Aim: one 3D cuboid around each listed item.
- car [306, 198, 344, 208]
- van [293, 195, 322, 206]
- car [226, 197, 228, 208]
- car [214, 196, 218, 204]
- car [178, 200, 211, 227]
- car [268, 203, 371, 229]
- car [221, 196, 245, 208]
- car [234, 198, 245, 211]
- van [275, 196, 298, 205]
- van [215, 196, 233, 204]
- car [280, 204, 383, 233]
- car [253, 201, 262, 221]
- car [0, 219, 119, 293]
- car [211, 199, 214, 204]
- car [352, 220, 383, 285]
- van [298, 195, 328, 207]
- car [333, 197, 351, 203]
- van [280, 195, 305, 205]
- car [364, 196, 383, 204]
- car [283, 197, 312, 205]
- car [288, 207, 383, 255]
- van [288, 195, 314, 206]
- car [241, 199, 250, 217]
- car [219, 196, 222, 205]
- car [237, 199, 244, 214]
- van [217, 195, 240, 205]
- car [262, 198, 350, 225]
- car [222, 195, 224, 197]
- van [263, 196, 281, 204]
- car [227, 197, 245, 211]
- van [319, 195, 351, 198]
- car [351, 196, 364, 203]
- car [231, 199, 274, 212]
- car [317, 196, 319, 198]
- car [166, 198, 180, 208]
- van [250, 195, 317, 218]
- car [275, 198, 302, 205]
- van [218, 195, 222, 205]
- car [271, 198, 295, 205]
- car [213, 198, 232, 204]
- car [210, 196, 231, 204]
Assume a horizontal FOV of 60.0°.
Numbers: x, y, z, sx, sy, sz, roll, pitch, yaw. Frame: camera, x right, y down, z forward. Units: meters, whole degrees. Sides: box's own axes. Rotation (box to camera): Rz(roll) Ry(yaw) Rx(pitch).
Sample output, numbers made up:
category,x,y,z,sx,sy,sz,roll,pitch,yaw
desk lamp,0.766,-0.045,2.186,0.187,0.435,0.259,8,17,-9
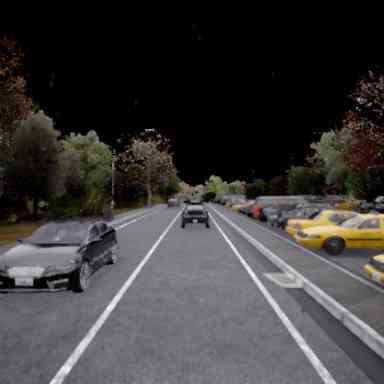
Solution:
category,x,y,z,sx,sy,sz,roll,pitch,yaw
car,20.487,1.736,51.453,5.008,1.535,2.097,0,0,1
van,20.700,1.564,59.763,4.442,1.987,1.878,0,0,1
car,7.317,1.692,43.394,4.892,1.521,2.231,0,0,1
car,7.565,1.564,62.828,5.566,2.045,2.435,0,0,1
car,0.230,1.592,23.611,1.837,1.490,4.892,0,0,0
car,7.044,1.541,18.410,4.892,1.521,2.231,0,0,1
car,7.168,1.706,46.172,5.366,1.575,1.946,0,0,1
car,7.203,1.668,35.067,4.792,1.488,2.163,0,0,1
van,20.852,1.813,73.594,4.442,1.987,1.878,0,-1,1
van,7.866,2.011,82.238,4.442,1.987,1.878,0,-1,1
car,7.205,1.532,15.641,5.366,1.575,1.946,0,0,1
car,7.140,1.596,23.962,4.792,1.488,2.163,0,0,1
car,-3.309,1.519,9.032,2.128,1.511,4.902,0,0,0
car,7.724,2.175,79.458,5.008,1.535,2.097,0,-1,1
car,6.743,1.543,7.319,5.366,1.575,1.946,0,0,1
van,20.671,1.547,57.118,4.442,1.987,1.878,0,0,1
car,20.366,1.665,40.373,5.008,1.535,2.097,0,0,1
van,20.557,1.689,68.059,4.442,1.987,1.878,0,-1,1
car,20.252,1.361,32.064,5.566,2.045,2.435,0,0,1
car,20.649,1.852,65.283,5.008,1.535,2.097,0,-1,1
car,6.805,1.532,12.992,5.366,1.575,1.946,0,0,1
van,20.498,1.583,62.668,4.442,1.987,1.878,0,-1,1
car,7.142,1.632,29.515,4.792,1.488,2.163,0,0,1
car,7.440,1.762,54.498,5.008,1.535,2.097,0,0,1
car,7.173,1.650,32.291,4.792,1.488,2.163,0,0,1
van,7.480,1.699,68.364,4.442,1.987,1.878,0,-1,1
car,7.112,1.426,21.190,4.553,1.767,2.185,0,0,1
car,7.383,1.619,51.723,4.553,1.767,2.185,0,0,1
van,21.003,2.124,87.441,4.442,1.987,1.878,0,-1,1
car,7.077,1.653,37.845,5.366,1.575,1.946,0,0,1
van,20.550,1.476,46.038,4.442,1.987,1.878,0,0,1
car,20.282,1.379,34.834,5.566,2.045,2.435,0,0,1
car,7.300,1.675,40.618,4.892,1.521,2.231,0,0,1
car,20.460,1.759,48.682,4.674,1.452,2.002,0,0,1
car,-2.933,1.781,53.110,1.837,1.490,4.892,0,-1,1
van,7.258,1.359,26.739,4.442,1.987,1.878,0,0,1
car,20.520,1.974,70.822,5.366,1.575,1.946,0,-1,1
van,7.389,1.572,60.053,4.442,1.987,1.878,0,0,1
car,20.759,2.102,76.359,4.892,1.521,2.231,0,-1,1
car,7.782,2.340,85.008,4.674,1.452,2.002,0,-1,1
car,7.812,2.173,90.566,5.566,2.045,2.435,0,-1,1
